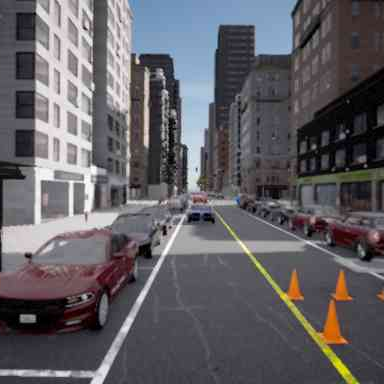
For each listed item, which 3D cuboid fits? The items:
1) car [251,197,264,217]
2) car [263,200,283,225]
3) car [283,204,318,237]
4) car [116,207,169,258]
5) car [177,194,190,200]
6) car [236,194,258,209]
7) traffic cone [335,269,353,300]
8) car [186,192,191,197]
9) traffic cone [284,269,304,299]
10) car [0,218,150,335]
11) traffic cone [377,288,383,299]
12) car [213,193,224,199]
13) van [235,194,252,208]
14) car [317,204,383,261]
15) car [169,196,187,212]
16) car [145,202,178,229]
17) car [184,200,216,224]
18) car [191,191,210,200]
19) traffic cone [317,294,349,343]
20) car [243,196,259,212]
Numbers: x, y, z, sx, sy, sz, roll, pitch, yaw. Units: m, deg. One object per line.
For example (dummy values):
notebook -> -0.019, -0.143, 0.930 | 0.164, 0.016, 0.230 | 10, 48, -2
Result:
car -> 6.702, 1.452, 28.773 | 2.008, 1.369, 4.403 | 1, 0, 1
car -> 6.604, 1.483, 23.250 | 2.008, 1.369, 4.403 | 1, 0, 1
car -> 6.507, 1.402, 17.727 | 1.967, 1.590, 4.097 | 1, 0, 1
car -> -2.117, 1.474, 12.342 | 1.947, 1.339, 4.313 | 1, 0, 1
car -> -1.626, 1.321, 39.963 | 1.947, 1.339, 4.313 | 1, 0, 1
car -> 6.901, 1.155, 39.817 | 2.192, 1.841, 5.009 | 1, 0, 1
traffic cone -> 3.179, 1.946, 7.073 | 0.340, 0.580, 0.340 | 1, 0, 1
car -> -1.526, 1.165, 45.486 | 1.967, 1.590, 4.097 | 1, 0, 1
traffic cone -> 2.179, 1.936, 7.091 | 0.340, 0.580, 0.340 | 1, 0, 1
car -> -2.214, 1.483, 6.818 | 1.887, 1.381, 4.507 | 1, 0, 1
traffic cone -> 4.179, 1.956, 7.056 | 0.340, 0.580, 0.340 | 1, 0, 1
car -> 7.492, 1.030, 89.228 | 1.967, 1.590, 4.097 | 1, 0, 0
van -> 6.999, 1.151, 45.340 | 1.690, 1.788, 3.998 | 1, 0, 1
car -> 6.409, 1.433, 12.205 | 1.967, 1.590, 4.097 | 1, 0, 1
car -> -1.724, 1.367, 34.439 | 1.802, 1.307, 4.206 | 1, 0, 1
car -> -2.018, 1.443, 17.866 | 1.947, 1.339, 4.313 | 1, 0, 1
car -> 0.642, 1.472, 23.432 | 1.895, 1.301, 4.718 | 1, 0, 1
car -> 1.297, 0.926, 54.155 | 2.150, 2.045, 5.566 | 1, 0, 1
traffic cone -> 2.144, 1.947, 5.091 | 0.340, 0.580, 0.340 | 1, 0, 1
car -> 6.800, 1.437, 34.296 | 1.947, 1.339, 4.313 | 1, 0, 1
